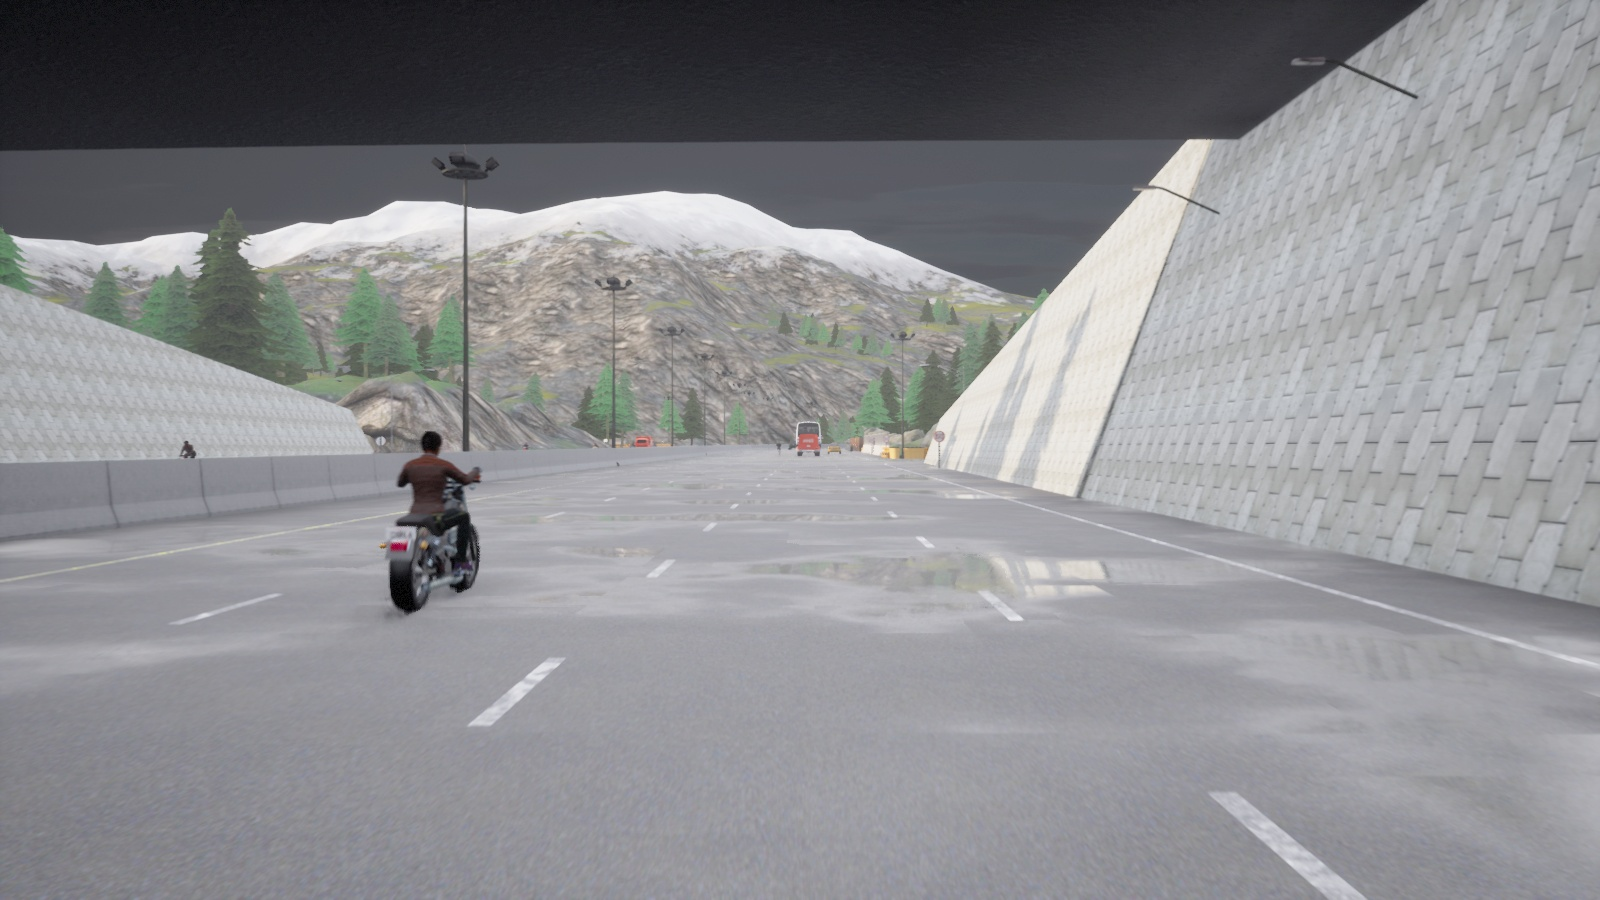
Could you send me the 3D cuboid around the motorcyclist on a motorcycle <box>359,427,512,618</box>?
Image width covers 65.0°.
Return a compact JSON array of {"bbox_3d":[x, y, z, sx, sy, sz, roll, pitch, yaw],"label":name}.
[{"bbox_3d":[-3.416,0.626,12.016,0.766,1.649,2.350,0,0,0],"label":"motorcyclist on a motorcycle"}]
